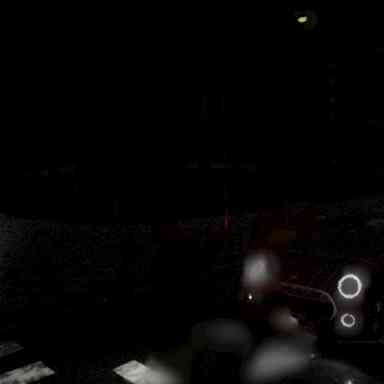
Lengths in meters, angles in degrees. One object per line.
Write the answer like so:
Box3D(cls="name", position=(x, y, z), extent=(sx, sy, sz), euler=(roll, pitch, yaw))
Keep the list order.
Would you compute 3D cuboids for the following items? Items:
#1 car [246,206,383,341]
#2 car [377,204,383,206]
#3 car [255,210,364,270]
Box3D(cls="car", position=(3.060, 1.344, 6.708), extent=(4.553, 1.767, 2.097), euler=(-2, 0, -45))
Box3D(cls="car", position=(11.278, 1.323, 18.967), extent=(2.008, 1.369, 4.403), euler=(-3, -1, 44))
Box3D(cls="car", position=(4.359, 1.489, 11.830), extent=(1.752, 1.417, 4.829), euler=(-3, -1, 44))
